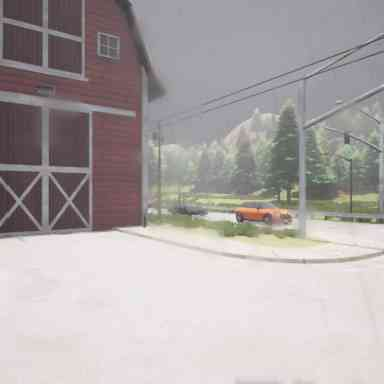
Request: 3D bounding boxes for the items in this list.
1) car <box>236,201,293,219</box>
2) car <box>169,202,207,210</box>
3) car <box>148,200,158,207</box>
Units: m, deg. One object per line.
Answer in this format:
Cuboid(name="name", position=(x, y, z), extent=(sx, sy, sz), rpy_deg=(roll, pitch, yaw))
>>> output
Cuboid(name="car", position=(5.473, 1.526, 25.612), extent=(2.097, 1.767, 4.553), rpy_deg=(0, 0, -34))
Cuboid(name="car", position=(-0.522, 1.778, 34.384), extent=(2.033, 1.411, 5.357), rpy_deg=(0, 0, -34))
Cuboid(name="car", position=(-6.558, 1.850, 49.597), extent=(1.812, 1.442, 4.674), rpy_deg=(0, 0, -34))
